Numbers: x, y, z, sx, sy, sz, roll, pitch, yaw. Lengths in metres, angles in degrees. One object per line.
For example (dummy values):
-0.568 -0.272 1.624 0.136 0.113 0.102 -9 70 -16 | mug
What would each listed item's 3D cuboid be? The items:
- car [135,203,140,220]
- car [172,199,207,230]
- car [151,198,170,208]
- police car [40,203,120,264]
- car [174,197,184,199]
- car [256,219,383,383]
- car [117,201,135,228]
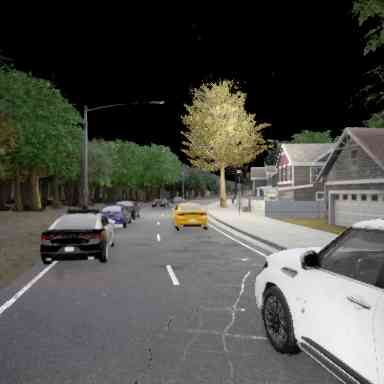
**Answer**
-5.448 1.446 27.686 1.882 1.535 5.008 0 0 -3 | car
-0.213 1.452 21.170 1.882 1.535 5.008 0 0 -6 | car
-4.280 1.545 46.287 1.895 1.301 4.718 0 0 5 | car
-3.859 1.412 11.954 1.930 1.638 5.238 0 0 -9 | police car
-2.440 1.544 62.048 1.994 1.385 4.181 0 0 10 | car
2.571 1.219 3.186 2.150 2.045 5.566 0 0 -13 | car
-5.037 1.501 21.727 1.812 1.442 4.674 0 0 -5 | car
